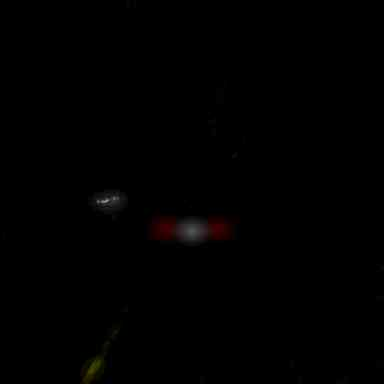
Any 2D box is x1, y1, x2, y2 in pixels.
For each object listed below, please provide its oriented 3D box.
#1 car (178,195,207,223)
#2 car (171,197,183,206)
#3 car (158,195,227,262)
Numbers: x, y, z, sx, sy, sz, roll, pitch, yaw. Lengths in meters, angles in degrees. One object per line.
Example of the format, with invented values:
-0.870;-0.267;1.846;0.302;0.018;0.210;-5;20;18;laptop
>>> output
0.030;1.257;27.394;2.150;2.045;5.566;0;0;1;car
-2.564;1.598;58.702;1.837;1.490;4.892;0;0;0;car
0.033;1.236;12.344;2.150;2.045;5.566;0;0;0;car
